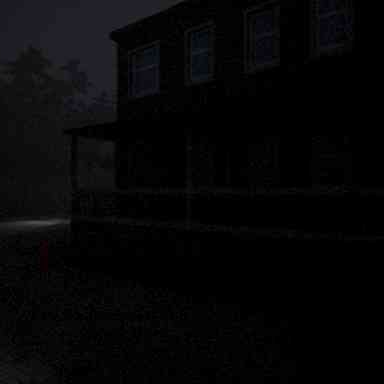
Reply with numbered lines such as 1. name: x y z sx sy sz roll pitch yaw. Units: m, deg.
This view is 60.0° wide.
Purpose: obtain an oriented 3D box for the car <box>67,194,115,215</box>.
1. car: -7.925 1.179 28.662 2.150 2.045 5.566 0 0 35
